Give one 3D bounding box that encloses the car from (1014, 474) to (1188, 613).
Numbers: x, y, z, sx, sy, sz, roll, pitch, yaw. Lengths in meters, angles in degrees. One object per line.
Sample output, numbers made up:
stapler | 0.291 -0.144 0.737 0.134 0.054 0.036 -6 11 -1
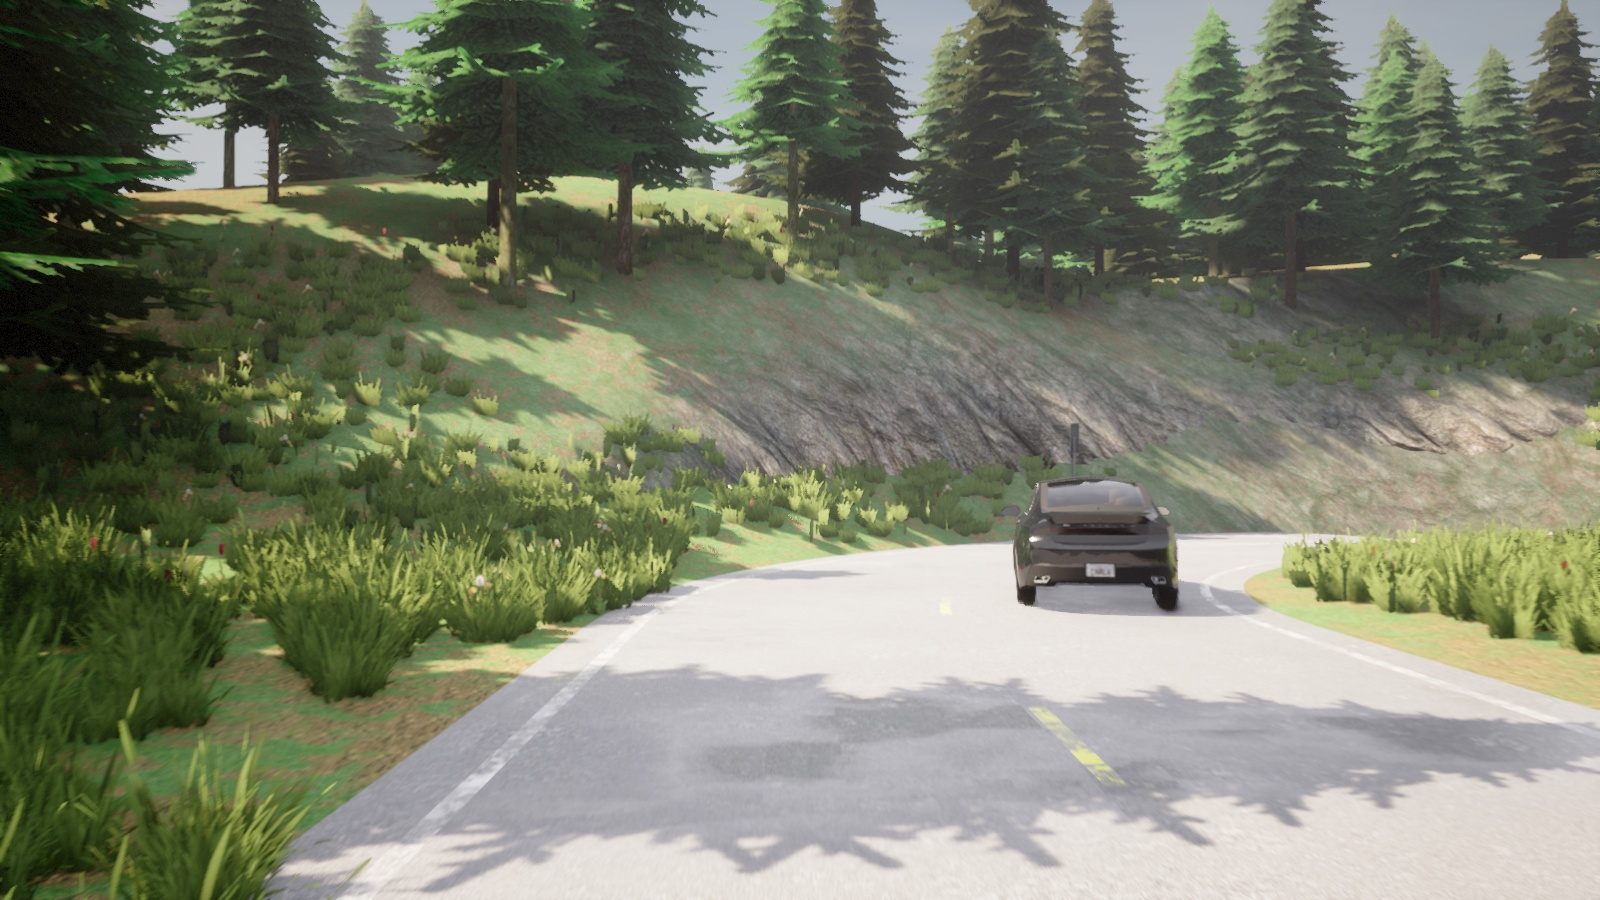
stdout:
car | 3.724 1.077 16.231 1.837 1.490 4.892 -1 -1 10
